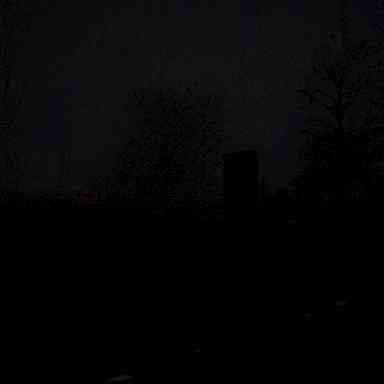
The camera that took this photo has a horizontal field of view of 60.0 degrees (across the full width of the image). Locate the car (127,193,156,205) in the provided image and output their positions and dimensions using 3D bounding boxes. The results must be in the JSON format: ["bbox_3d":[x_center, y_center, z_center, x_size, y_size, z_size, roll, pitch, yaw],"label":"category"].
[{"bbox_3d":[-6.372,0.831,41.232,2.033,1.411,5.357,-1,2,-36],"label":"car"}]

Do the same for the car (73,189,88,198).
[{"bbox_3d":[-20.463,0.246,61.047,2.128,1.511,4.902,-1,1,-36],"label":"car"}]
